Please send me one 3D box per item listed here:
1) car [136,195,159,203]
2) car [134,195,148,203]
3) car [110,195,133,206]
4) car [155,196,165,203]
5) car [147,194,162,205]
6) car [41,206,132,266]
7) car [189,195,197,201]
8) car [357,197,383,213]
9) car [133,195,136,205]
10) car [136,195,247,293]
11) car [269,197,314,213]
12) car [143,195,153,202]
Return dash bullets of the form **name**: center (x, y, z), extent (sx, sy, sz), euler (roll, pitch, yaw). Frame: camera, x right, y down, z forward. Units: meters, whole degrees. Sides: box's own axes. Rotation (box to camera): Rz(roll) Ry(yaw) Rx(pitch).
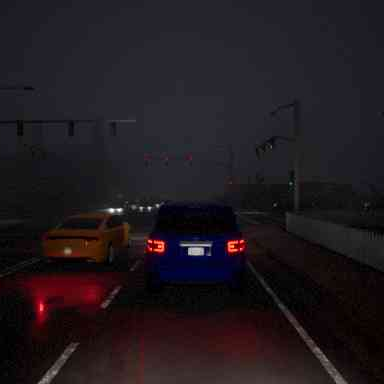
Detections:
- **car**: center (-6.966, 1.547, 52.205), extent (2.033, 1.411, 5.357), euler (0, 0, 0)
- **car**: center (-10.342, 1.477, 67.714), extent (1.882, 1.535, 5.008), euler (0, 0, 1)
- **car**: center (-10.477, 1.491, 48.207), extent (2.128, 1.511, 4.902), euler (0, 0, 0)
- **car**: center (-6.822, 1.524, 71.685), extent (1.812, 1.442, 4.674), euler (0, 0, 0)
- **car**: center (-6.911, 1.351, 61.686), extent (2.097, 1.767, 4.553), euler (0, 0, 0)
- **car**: center (-3.395, 1.478, 11.619), extent (1.882, 1.535, 5.008), euler (0, 0, 0)
- **car**: center (0.221, 1.539, 88.985), extent (2.033, 1.411, 5.357), euler (0, 0, 0)
- **car**: center (20.518, 1.352, 36.268), extent (4.553, 1.767, 2.097), euler (0, 0, -1)
- **car**: center (-10.436, 1.352, 57.419), extent (2.097, 1.767, 4.553), euler (0, 0, 0)
- **car**: center (0.085, 1.221, 8.996), extent (2.150, 2.045, 5.566), euler (0, 0, 0)
- **car**: center (10.736, 1.352, 36.049), extent (4.553, 1.767, 2.097), euler (0, 0, -1)
- **car**: center (-10.305, 1.522, 78.609), extent (1.812, 1.442, 4.674), euler (0, 0, 0)
